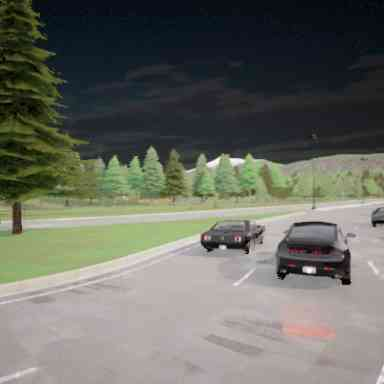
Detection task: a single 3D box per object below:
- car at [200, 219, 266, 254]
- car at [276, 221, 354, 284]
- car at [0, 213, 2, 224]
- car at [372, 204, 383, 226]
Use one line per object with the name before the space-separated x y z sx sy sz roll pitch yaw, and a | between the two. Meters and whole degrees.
car | 2.029 1.847 14.771 1.895 1.301 4.718 -1 -1 22
car | 3.813 1.647 10.191 1.837 1.490 4.892 0 -1 24
car | -16.997 1.872 24.089 5.566 2.045 2.150 0 -2 -33
car | 14.834 1.840 25.369 1.994 1.385 4.181 -1 -1 29
